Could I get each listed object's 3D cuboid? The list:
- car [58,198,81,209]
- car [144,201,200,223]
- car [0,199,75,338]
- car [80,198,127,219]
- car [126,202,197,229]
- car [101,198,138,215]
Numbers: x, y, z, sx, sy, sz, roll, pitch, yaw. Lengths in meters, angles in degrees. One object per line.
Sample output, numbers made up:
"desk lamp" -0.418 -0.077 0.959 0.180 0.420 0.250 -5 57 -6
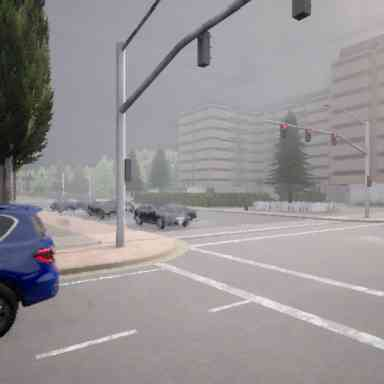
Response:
"car" -15.597 1.547 40.287 2.033 1.411 5.357 0 0 -36
"car" -1.785 1.547 27.120 2.033 1.411 5.357 0 0 -36
"car" -4.890 1.221 4.812 5.566 2.045 2.150 0 0 -36
"car" -7.779 1.547 29.441 2.033 1.411 5.357 0 0 -36
"car" -2.076 1.492 21.528 2.128 1.511 4.902 0 0 -35
"car" -7.845 1.492 35.519 2.128 1.511 4.902 0 0 -36
